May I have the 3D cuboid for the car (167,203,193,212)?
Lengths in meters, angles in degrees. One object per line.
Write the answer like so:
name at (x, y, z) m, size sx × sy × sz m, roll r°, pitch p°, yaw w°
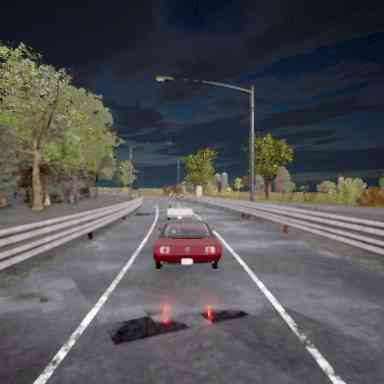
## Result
car at (-1.025, 1.499, 26.149) m, size 1.895 × 1.301 × 4.718 m, roll 0°, pitch 0°, yaw -4°

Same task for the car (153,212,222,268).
car at (-0.182, 1.560, 11.070) m, size 1.895 × 1.301 × 4.718 m, roll 0°, pitch 0°, yaw -2°
